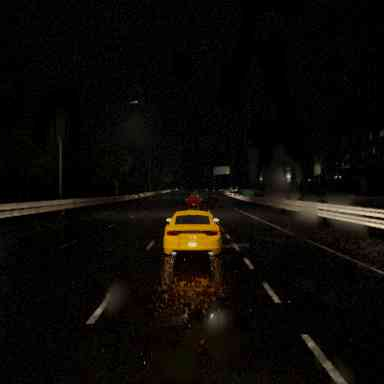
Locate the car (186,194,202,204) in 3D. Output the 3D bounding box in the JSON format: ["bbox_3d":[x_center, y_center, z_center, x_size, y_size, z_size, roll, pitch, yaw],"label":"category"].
[{"bbox_3d":[0.209,1.329,42.332,1.882,1.535,5.008,0,0,1],"label":"car"}]

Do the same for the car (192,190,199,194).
[{"bbox_3d":[0.588,1.001,72.322,1.882,1.535,5.008,0,1,1],"label":"car"}]

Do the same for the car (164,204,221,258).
[{"bbox_3d":[0.023,1.451,12.686,1.882,1.535,5.008,0,0,0],"label":"car"}]

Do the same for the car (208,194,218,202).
[{"bbox_3d":[4.067,1.136,64.361,1.882,1.535,5.008,0,1,1],"label":"car"}]
